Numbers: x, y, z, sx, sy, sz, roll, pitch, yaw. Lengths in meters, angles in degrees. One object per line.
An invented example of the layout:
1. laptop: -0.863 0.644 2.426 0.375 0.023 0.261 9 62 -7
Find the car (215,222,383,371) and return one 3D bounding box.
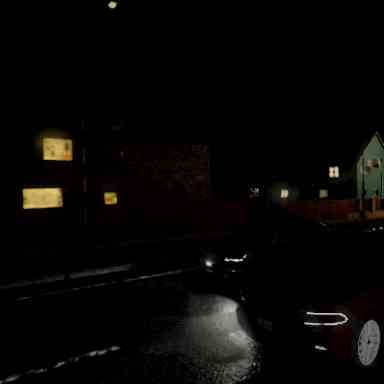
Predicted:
1. car: 2.981 1.441 5.815 5.008 1.535 1.882 0 0 -36

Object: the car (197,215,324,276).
1. car: 2.381 1.459 9.380 4.892 1.490 1.837 0 0 -36
